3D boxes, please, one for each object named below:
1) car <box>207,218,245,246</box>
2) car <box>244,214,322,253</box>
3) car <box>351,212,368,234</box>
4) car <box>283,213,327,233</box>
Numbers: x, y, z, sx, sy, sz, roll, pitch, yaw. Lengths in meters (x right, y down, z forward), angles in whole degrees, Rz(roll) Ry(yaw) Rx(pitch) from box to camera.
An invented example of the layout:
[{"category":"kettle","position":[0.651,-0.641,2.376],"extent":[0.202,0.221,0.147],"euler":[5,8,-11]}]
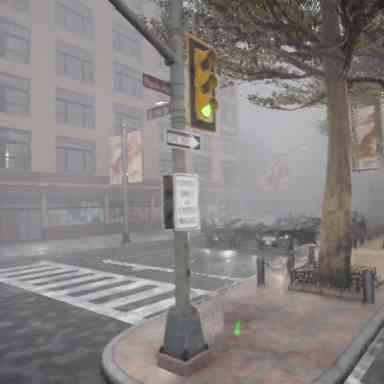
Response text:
[{"category":"car","position":[2.865,2.299,19.781],"extent":[1.812,1.442,4.674],"euler":[-4,-3,41]},{"category":"car","position":[5.017,2.084,16.910],"extent":[2.128,1.511,4.902],"euler":[-4,-3,40]},{"category":"car","position":[11.577,2.228,24.617],"extent":[2.128,1.511,4.902],"euler":[-4,-3,40]},{"category":"car","position":[9.345,2.480,27.383],"extent":[1.994,1.385,4.181],"euler":[-4,-3,40]}]
